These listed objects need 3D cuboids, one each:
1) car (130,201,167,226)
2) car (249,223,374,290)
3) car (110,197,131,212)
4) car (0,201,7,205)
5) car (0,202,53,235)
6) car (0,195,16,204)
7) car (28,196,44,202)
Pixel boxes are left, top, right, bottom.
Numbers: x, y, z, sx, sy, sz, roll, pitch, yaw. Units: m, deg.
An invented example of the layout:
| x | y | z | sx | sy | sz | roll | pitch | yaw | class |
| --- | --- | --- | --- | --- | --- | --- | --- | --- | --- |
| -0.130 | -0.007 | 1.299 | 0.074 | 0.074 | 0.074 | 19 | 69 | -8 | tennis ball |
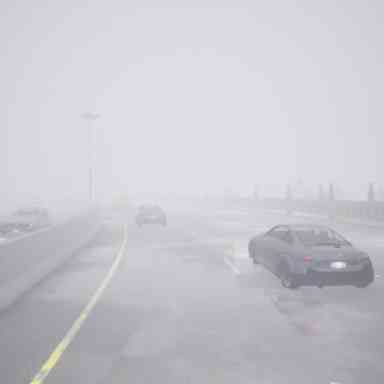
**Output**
| x | y | z | sx | sy | sz | roll | pitch | yaw | class |
| --- | --- | --- | --- | --- | --- | --- | --- | --- | --- |
| -2.996 | 1.533 | 23.218 | 1.994 | 1.385 | 4.181 | 0 | 0 | -14 | car |
| 2.948 | 1.534 | 9.122 | 1.994 | 1.385 | 4.181 | 0 | 0 | -6 | car |
| -8.200 | 1.314 | 38.704 | 2.097 | 1.767 | 4.553 | 0 | 0 | -23 | car |
| -13.181 | 1.510 | 19.997 | 2.128 | 1.511 | 4.902 | 0 | 0 | -14 | car |
| -9.346 | 1.551 | 19.170 | 2.033 | 1.411 | 5.357 | 0 | 0 | -13 | car |
| -31.902 | 1.397 | 57.421 | 2.097 | 1.767 | 4.553 | 0 | 0 | -40 | car |
| -26.055 | 1.498 | 55.579 | 2.128 | 1.511 | 4.902 | 0 | 0 | -36 | car |
